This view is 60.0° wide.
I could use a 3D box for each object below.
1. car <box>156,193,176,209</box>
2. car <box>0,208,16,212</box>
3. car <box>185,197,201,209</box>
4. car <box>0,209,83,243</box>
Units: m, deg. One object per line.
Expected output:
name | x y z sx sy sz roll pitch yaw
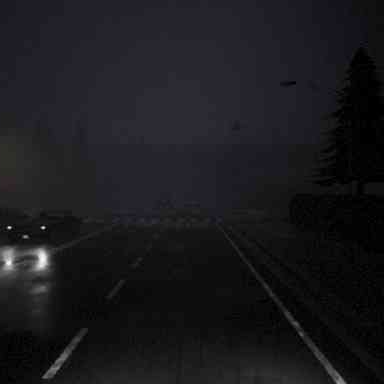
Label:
car | -3.385 1.158 43.019 2.150 2.045 5.566 0 0 0
car | -10.495 1.550 18.165 1.994 1.385 4.181 0 0 0
car | 0.113 1.454 43.949 1.837 1.490 4.892 0 0 0
car | -7.013 1.589 16.251 1.895 1.301 4.718 0 0 0
